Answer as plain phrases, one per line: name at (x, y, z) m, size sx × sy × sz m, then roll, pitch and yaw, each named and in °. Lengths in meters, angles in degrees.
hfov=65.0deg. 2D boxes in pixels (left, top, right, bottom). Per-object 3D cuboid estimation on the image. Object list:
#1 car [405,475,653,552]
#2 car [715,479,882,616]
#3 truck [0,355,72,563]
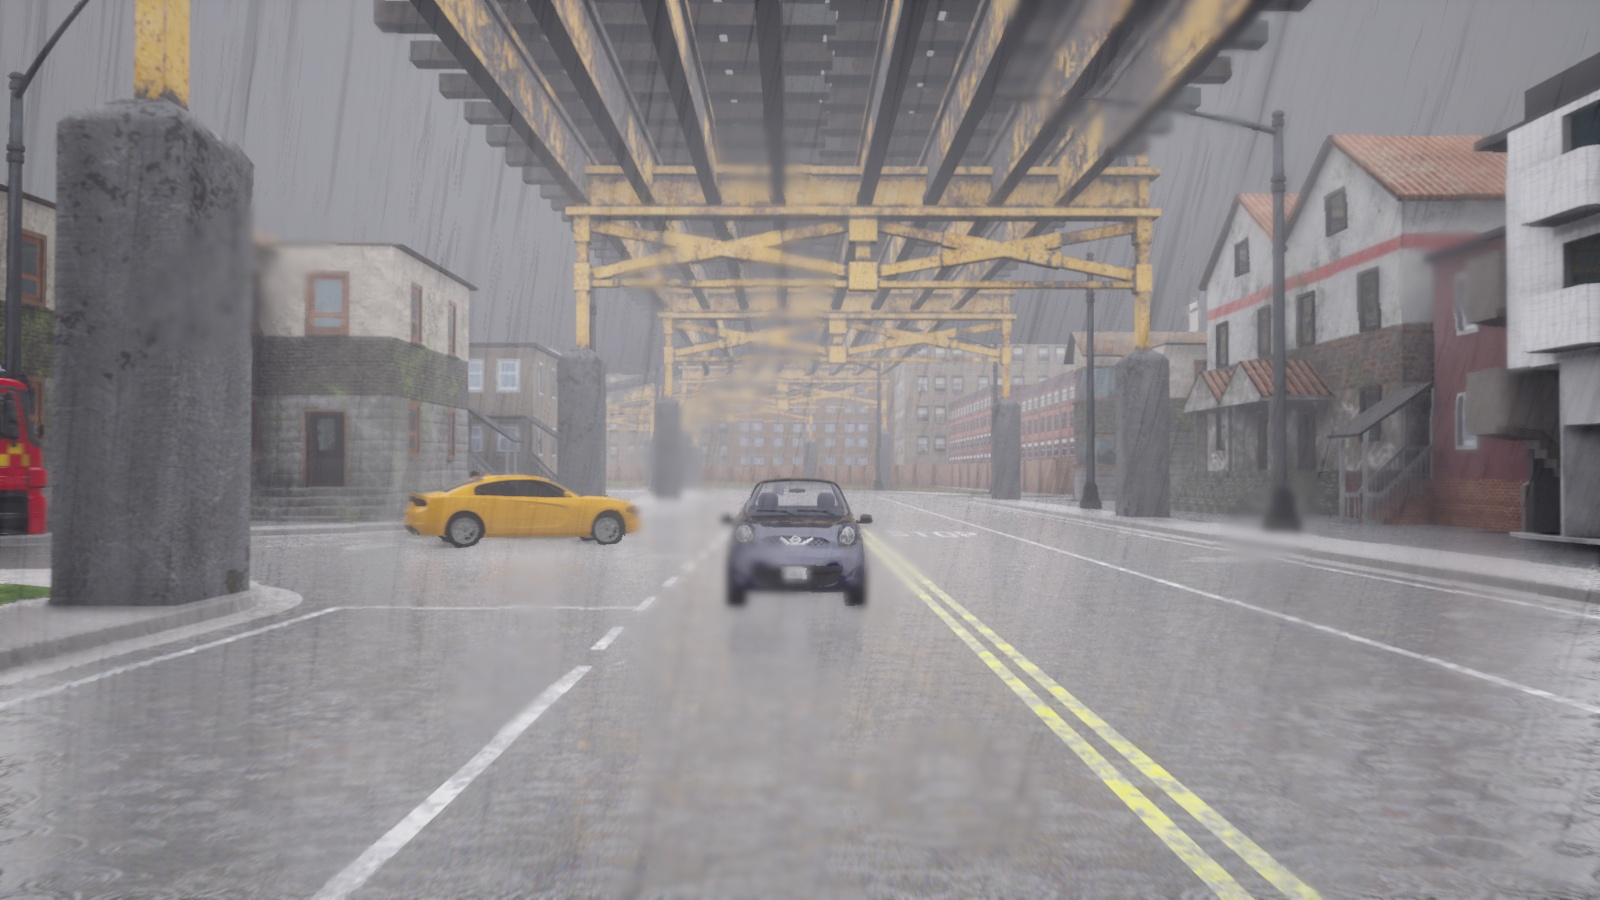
car at (-5.898, 1.335, 27.341) m, size 5.008 × 1.535 × 1.882 m, roll 0°, pitch -1°, yaw -22°
car at (-0.028, 1.123, 15.763) m, size 1.845 × 1.501 × 3.633 m, roll 0°, pitch -1°, yaw 0°
truck at (-17.869, 0.162, 21.894) m, size 2.891 × 3.827 × 8.468 m, roll -1°, pitch -2°, yaw 45°
